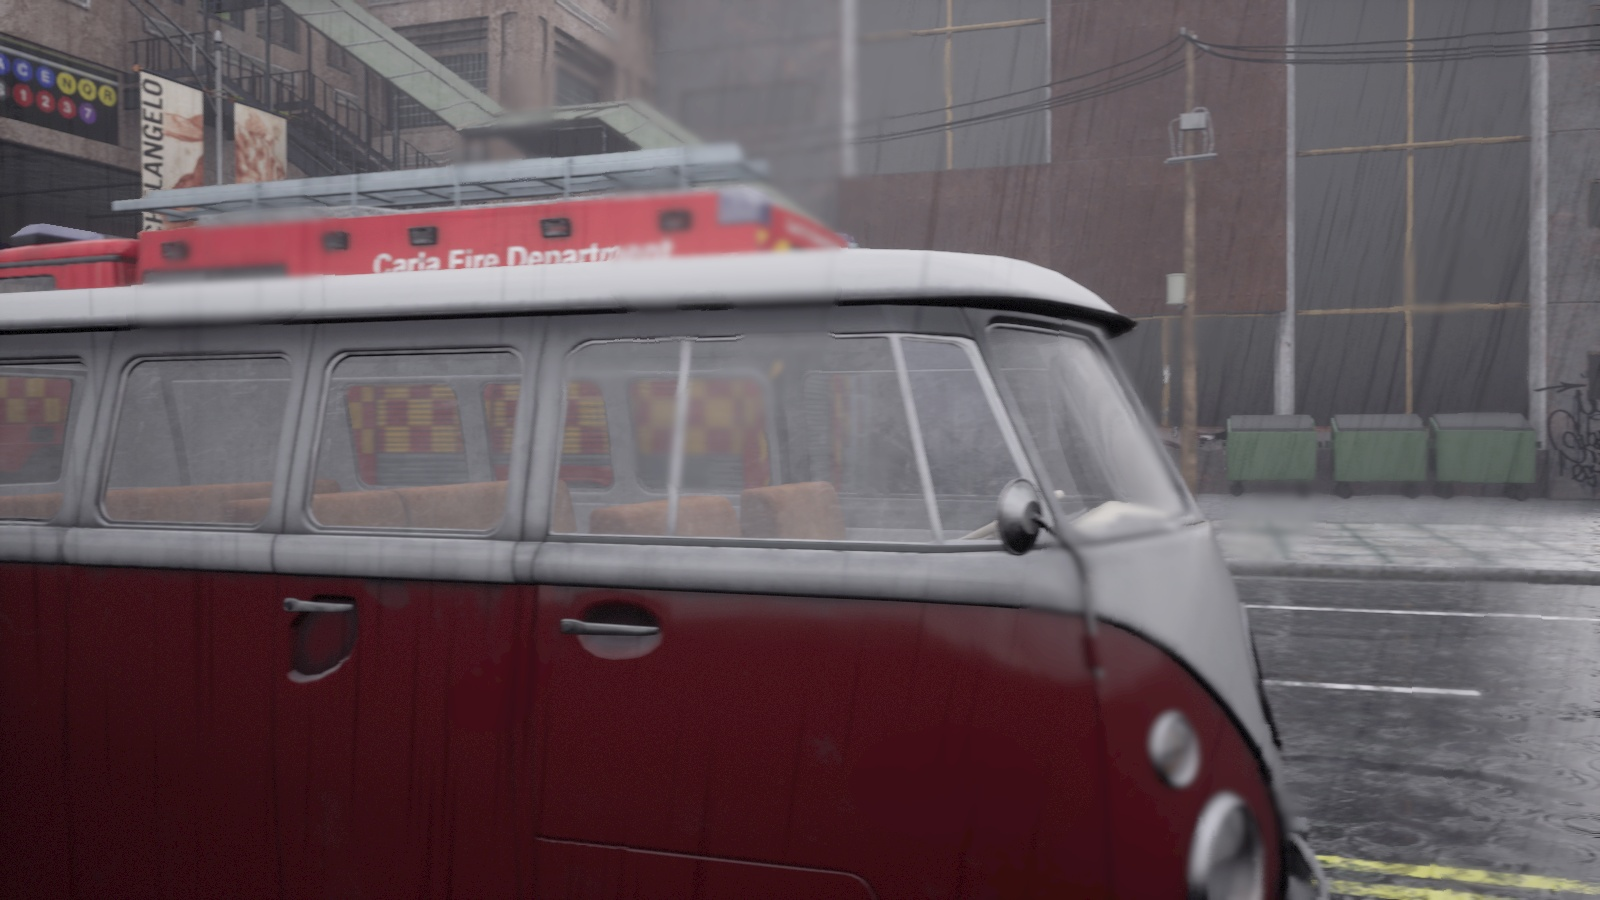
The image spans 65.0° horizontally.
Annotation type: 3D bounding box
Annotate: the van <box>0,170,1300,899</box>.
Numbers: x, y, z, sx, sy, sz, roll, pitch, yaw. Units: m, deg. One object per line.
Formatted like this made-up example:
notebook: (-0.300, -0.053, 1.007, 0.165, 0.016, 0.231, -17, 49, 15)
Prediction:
van: (-1.041, 0.517, 3.540, 4.442, 1.987, 1.775, 1, 1, 19)

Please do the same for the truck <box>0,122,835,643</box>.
truck: (-4.145, -0.545, 11.957, 8.468, 3.827, 2.891, 1, 1, 19)
